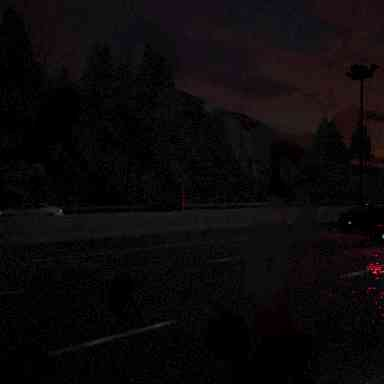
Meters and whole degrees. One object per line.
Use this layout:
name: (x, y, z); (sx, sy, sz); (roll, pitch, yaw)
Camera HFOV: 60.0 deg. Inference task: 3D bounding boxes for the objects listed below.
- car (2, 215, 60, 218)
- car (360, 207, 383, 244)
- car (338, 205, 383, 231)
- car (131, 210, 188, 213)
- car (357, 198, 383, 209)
car: (-12.289, 1.538, 25.262); (4.674, 1.442, 1.812); (0, 0, -35)
car: (9.835, 1.537, 14.694); (4.892, 1.490, 1.837); (0, -1, -32)
car: (10.693, 1.516, 19.378); (5.008, 1.535, 1.882); (0, 0, -31)
car: (-2.649, 1.534, 27.616); (4.892, 1.490, 1.837); (0, 0, -33)
car: (25.743, 1.597, 46.856); (4.892, 1.490, 1.837); (0, 0, -23)
